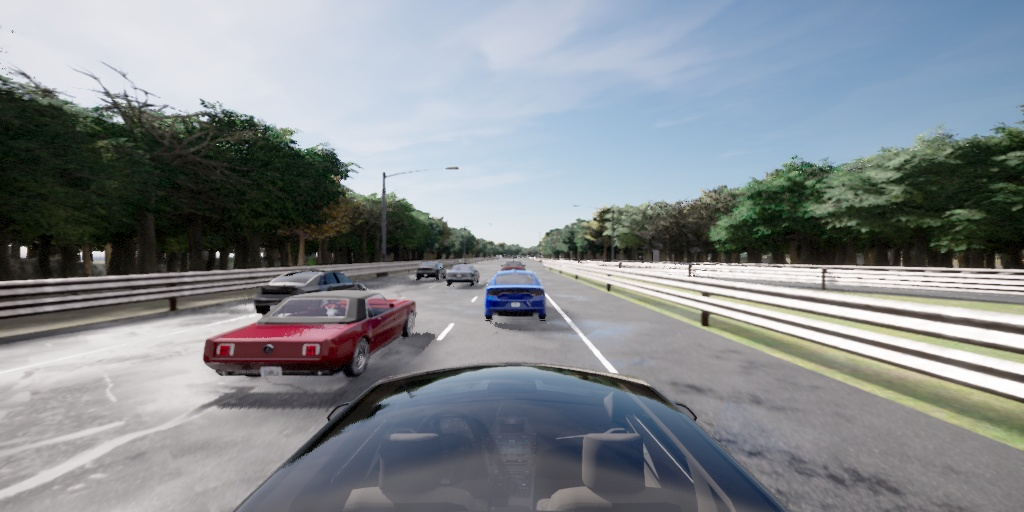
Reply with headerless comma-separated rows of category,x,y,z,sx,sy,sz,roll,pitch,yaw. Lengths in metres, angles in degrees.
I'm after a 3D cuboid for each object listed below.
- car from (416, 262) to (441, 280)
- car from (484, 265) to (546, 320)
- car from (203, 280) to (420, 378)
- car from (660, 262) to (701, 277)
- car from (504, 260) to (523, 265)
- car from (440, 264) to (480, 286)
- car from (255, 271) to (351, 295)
car,-6.889,1.270,30.988,1.837,1.490,4.892,0,1,0
car,0.103,1.236,12.648,1.882,1.535,5.008,0,0,0
car,-3.396,1.355,7.298,1.895,1.301,4.718,0,0,0
car,18.254,1.444,39.213,1.837,1.490,4.892,0,0,-18
car,0.110,1.134,30.701,2.097,1.767,4.553,0,0,0
car,-3.387,1.323,25.448,2.033,1.411,5.357,0,0,0
car,-6.896,1.265,12.867,1.837,1.490,4.892,0,0,0
